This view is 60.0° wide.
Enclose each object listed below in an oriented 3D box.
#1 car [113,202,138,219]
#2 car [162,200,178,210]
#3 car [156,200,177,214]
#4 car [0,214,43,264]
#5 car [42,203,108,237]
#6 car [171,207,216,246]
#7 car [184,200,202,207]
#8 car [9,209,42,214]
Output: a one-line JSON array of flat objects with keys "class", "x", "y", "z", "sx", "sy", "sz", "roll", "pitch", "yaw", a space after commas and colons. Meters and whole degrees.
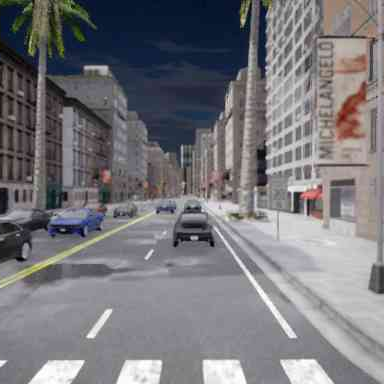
[{"class": "car", "x": -6.602, "y": 1.834, "z": 33.545, "sx": 1.837, "sy": 1.490, "sz": 4.892, "roll": 0, "pitch": -1, "yaw": 0}, {"class": "car", "x": -3.275, "y": 1.979, "z": 51.342, "sx": 2.128, "sy": 1.511, "sz": 4.902, "roll": 0, "pitch": -1, "yaw": 0}, {"class": "car", "x": -3.270, "y": 1.749, "z": 41.307, "sx": 2.097, "sy": 1.767, "sz": 4.553, "roll": 0, "pitch": -1, "yaw": 0}, {"class": "car", "x": -6.581, "y": 1.625, "z": 10.023, "sx": 1.837, "sy": 1.490, "sz": 4.892, "roll": 0, "pitch": -1, "yaw": -1}, {"class": "car", "x": -6.606, "y": 1.682, "z": 19.527, "sx": 1.882, "sy": 1.535, "sz": 5.008, "roll": 0, "pitch": 0, "yaw": 0}, {"class": "car", "x": 0.092, "y": 1.679, "z": 16.170, "sx": 1.837, "sy": 1.490, "sz": 4.892, "roll": 0, "pitch": -1, "yaw": 0}, {"class": "car", "x": 0.081, "y": 1.734, "z": 39.656, "sx": 2.097, "sy": 1.767, "sz": 4.553, "roll": 0, "pitch": -1, "yaw": 0}, {"class": "car", "x": -9.854, "y": 1.731, "z": 19.639, "sx": 1.812, "sy": 1.442, "sz": 4.674, "roll": 0, "pitch": 0, "yaw": 0}]
